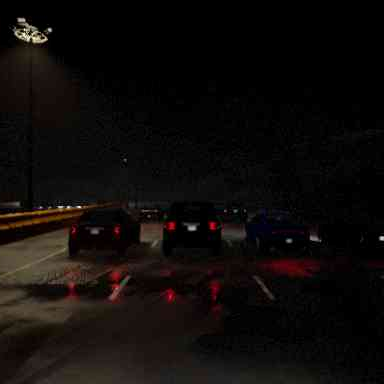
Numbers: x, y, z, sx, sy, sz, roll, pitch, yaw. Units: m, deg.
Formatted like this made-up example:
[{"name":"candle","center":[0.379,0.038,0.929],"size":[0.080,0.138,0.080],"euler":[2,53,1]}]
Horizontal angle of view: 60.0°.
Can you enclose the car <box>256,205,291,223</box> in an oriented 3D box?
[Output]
[{"name":"car","center":[7.025,1.874,29.087],"size":[1.895,1.301,4.718],"euler":[0,0,0]}]

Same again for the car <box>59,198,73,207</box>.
[{"name":"car","center":[-25.203,1.975,66.481],"size":[2.097,1.767,4.553],"euler":[0,-1,-13]}]

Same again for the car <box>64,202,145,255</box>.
[{"name":"car","center":[-3.491,1.483,14.081],"size":[2.097,1.767,4.553],"euler":[0,-1,0]}]

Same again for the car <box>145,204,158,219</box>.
[{"name":"car","center":[-3.476,1.767,29.284],"size":[2.128,1.511,4.902],"euler":[0,0,0]}]

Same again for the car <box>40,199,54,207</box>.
[{"name":"car","center":[-28.554,2.089,65.458],"size":[1.882,1.535,5.008],"euler":[0,-1,-13]}]

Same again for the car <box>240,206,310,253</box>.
[{"name":"car","center":[3.514,1.614,14.465],"size":[1.882,1.535,5.008],"euler":[0,0,0]}]

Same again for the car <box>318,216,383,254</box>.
[{"name":"car","center":[7.012,1.699,14.248],"size":[1.994,1.385,4.181],"euler":[0,0,0]}]

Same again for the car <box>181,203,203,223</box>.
[{"name":"car","center":[0.024,1.801,29.374],"size":[1.812,1.442,4.674],"euler":[0,0,0]}]

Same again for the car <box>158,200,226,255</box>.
[{"name":"car","center":[0.008,1.349,14.011],"size":[2.150,2.045,5.566],"euler":[0,0,0]}]

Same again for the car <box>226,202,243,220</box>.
[{"name":"car","center":[3.525,1.623,29.071],"size":[2.097,1.767,4.553],"euler":[0,-1,0]}]

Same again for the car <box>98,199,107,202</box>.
[{"name":"car","center":[-18.480,2.134,68.436],"size":[1.837,1.490,4.892],"euler":[0,-1,-13]}]

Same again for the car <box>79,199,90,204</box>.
[{"name":"car","center":[-21.838,2.152,67.443],"size":[2.128,1.511,4.902],"euler":[0,-1,-13]}]
